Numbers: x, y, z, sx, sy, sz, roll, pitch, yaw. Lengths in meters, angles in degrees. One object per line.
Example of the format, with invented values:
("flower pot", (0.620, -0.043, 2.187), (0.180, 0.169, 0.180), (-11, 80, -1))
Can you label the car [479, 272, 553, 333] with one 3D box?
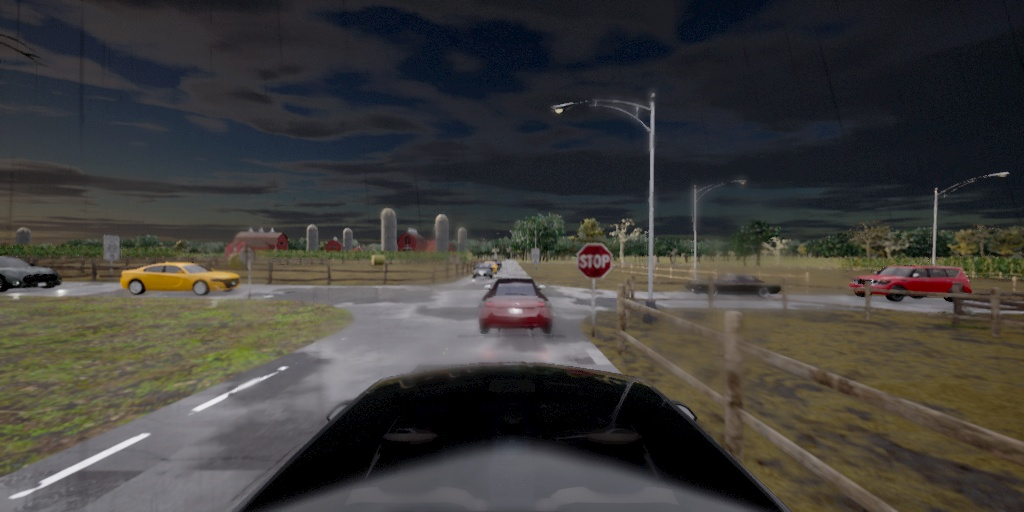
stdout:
("car", (0.100, 1.365, 11.003), (1.994, 1.385, 4.181), (0, 0, 0))

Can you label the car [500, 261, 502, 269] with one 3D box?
("car", (-2.814, 1.563, 54.886), (1.994, 1.385, 4.181), (0, 0, 0))

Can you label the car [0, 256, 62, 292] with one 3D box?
("car", (-25.567, 0.799, 17.800), (4.553, 1.767, 2.097), (1, 1, 0))

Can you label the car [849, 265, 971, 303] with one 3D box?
("car", (23.212, 1.558, 21.008), (5.566, 2.045, 2.150), (1, 1, 0))

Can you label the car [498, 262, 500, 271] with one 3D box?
("car", (-2.828, 1.436, 44.835), (1.882, 1.535, 5.008), (0, 0, 0))

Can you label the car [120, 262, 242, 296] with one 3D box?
("car", (-16.321, 1.076, 17.849), (5.008, 1.535, 1.882), (1, 1, 0))

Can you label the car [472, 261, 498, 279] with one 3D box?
("car", (-2.798, 1.411, 35.438), (2.128, 1.511, 4.902), (0, 0, -1))

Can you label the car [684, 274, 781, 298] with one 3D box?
("car", (12.757, 1.711, 20.957), (4.718, 1.301, 1.895), (1, 1, 0))
